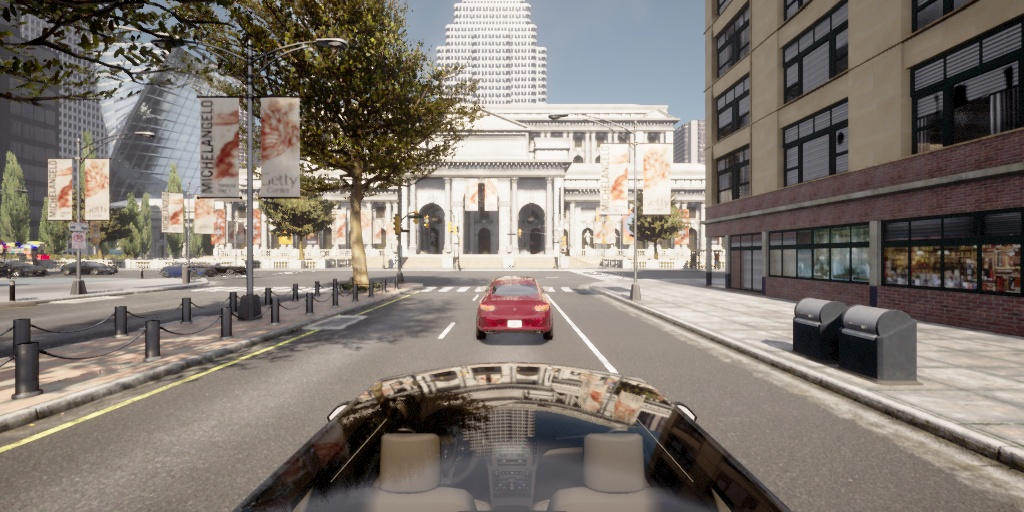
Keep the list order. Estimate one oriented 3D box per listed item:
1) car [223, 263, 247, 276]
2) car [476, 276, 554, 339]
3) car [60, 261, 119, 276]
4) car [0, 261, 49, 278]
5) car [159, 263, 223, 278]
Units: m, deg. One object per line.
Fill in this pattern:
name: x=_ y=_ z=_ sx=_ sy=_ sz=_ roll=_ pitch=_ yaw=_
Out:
car: x=-29.801 y=1.351 z=36.854 sx=4.718 sy=1.301 sz=1.895 roll=0 pitch=0 yaw=0
car: x=0.074 y=1.276 z=9.929 sx=1.812 sy=1.442 sz=4.674 roll=0 pitch=0 yaw=0
car: x=-43.456 y=1.276 z=36.888 sx=4.674 sy=1.442 sz=1.812 roll=0 pitch=0 yaw=0
car: x=-46.372 y=1.256 z=33.363 sx=4.892 sy=1.490 sz=1.837 roll=0 pitch=0 yaw=-1
car: x=-30.026 y=1.314 z=33.351 sx=4.181 sy=1.385 sz=1.994 roll=0 pitch=0 yaw=0
